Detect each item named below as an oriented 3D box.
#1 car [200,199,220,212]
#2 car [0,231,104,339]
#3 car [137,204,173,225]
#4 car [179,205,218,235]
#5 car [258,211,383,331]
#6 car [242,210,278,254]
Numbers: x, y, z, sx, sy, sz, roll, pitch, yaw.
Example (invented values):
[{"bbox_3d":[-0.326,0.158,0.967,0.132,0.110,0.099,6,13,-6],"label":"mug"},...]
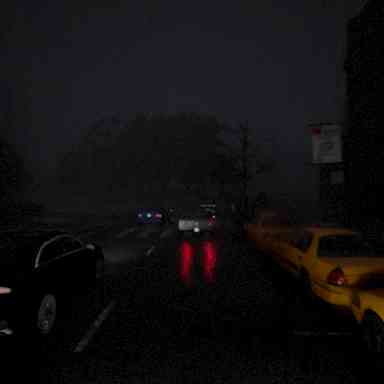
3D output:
[{"bbox_3d":[1.784,1.460,34.231,2.128,1.511,4.902,0,1,8],"label":"car"},{"bbox_3d":[-3.149,1.509,6.574,2.128,1.511,4.902,0,0,0],"label":"car"},{"bbox_3d":[-2.626,1.603,24.383,2.033,1.411,5.357,0,0,5],"label":"car"},{"bbox_3d":[0.340,1.656,19.217,1.895,1.301,4.718,0,0,3],"label":"car"},{"bbox_3d":[3.222,1.499,8.245,1.946,1.575,5.366,0,0,0],"label":"car"},{"bbox_3d":[3.230,1.516,13.768,1.946,1.575,5.366,0,0,0],"label":"car"}]
